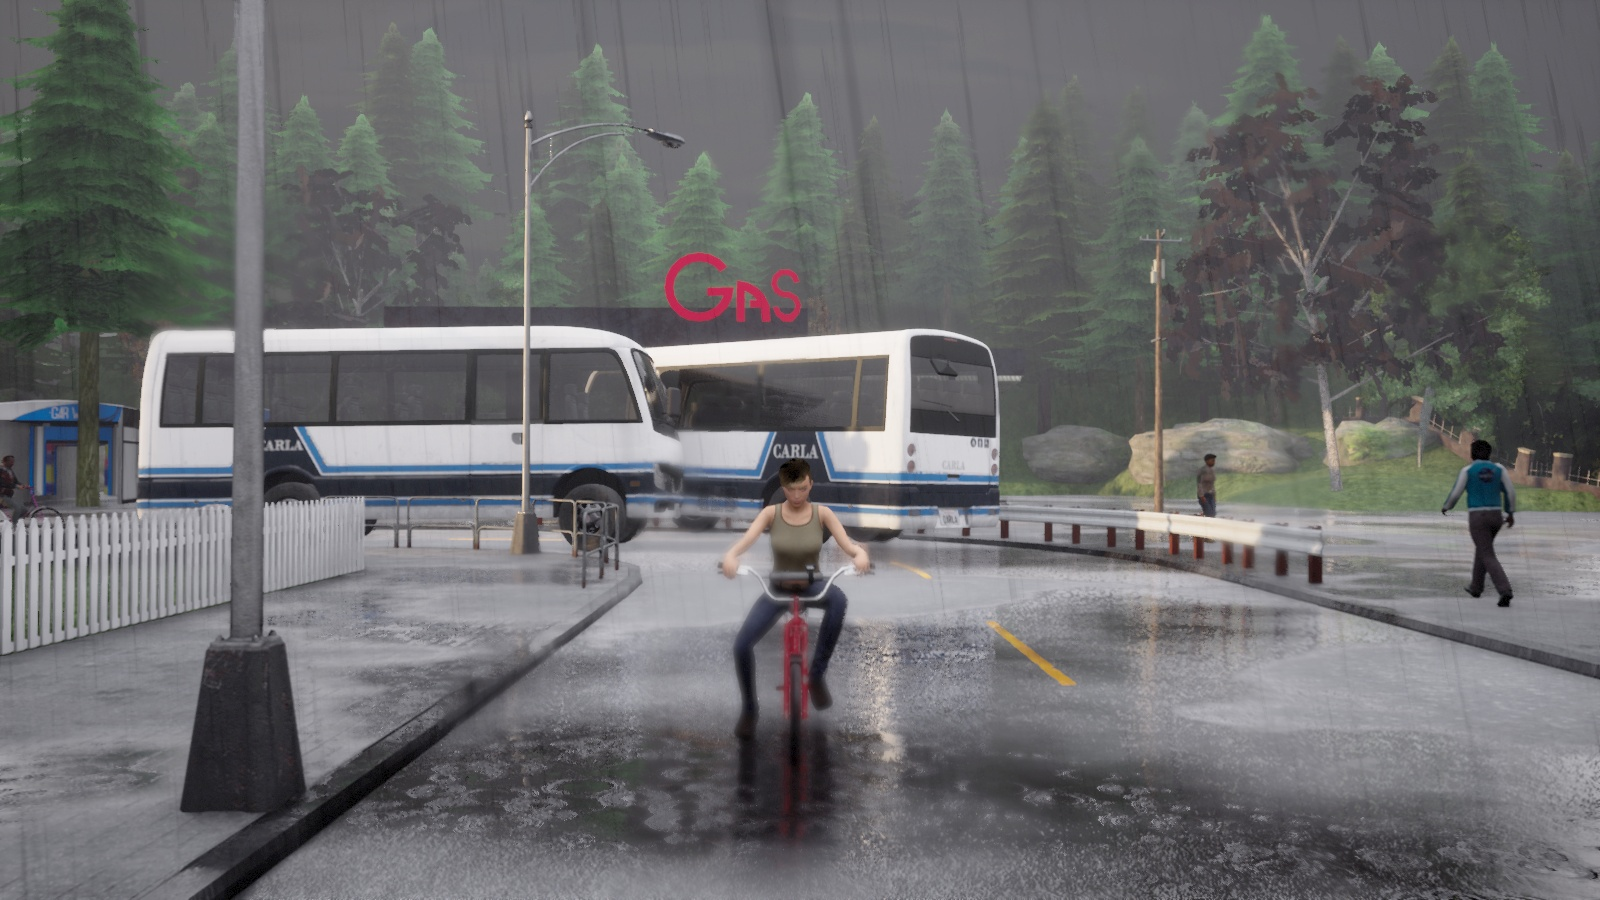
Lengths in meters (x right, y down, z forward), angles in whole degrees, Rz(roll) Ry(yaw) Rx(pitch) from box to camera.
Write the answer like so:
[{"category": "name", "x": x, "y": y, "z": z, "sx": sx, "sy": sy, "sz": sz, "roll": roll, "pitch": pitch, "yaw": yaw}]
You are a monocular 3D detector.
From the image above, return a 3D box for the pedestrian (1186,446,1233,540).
[{"category": "pedestrian", "x": 8.048, "y": 0.840, "z": 24.695, "sx": 0.328, "sy": 1.805, "sz": 0.869, "roll": 0, "pitch": -1, "yaw": -29}]

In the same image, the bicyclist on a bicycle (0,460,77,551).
[{"category": "bicyclist on a bicycle", "x": -15.571, "y": 1.106, "z": 25.080, "sx": 1.843, "sy": 1.776, "sz": 0.659, "roll": -1, "pitch": -1, "yaw": 0}]

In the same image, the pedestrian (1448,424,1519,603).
[{"category": "pedestrian", "x": 7.561, "y": 0.692, "z": 13.916, "sx": 0.396, "sy": 1.930, "sz": 0.692, "roll": 0, "pitch": -1, "yaw": 1}]

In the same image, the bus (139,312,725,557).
[{"category": "bus", "x": -6.801, "y": -0.181, "z": 24.655, "sx": 10.273, "sy": 4.253, "sz": 3.944, "roll": -1, "pitch": -3, "yaw": 1}]

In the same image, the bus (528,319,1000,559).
[{"category": "bus", "x": -1.155, "y": -0.165, "z": 27.161, "sx": 10.273, "sy": 4.253, "sz": 3.944, "roll": 0, "pitch": -1, "yaw": 42}]

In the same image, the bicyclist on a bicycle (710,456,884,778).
[{"category": "bicyclist on a bicycle", "x": -0.014, "y": 0.850, "z": 7.066, "sx": 0.866, "sy": 1.612, "sz": 1.509, "roll": 0, "pitch": -1, "yaw": 0}]
